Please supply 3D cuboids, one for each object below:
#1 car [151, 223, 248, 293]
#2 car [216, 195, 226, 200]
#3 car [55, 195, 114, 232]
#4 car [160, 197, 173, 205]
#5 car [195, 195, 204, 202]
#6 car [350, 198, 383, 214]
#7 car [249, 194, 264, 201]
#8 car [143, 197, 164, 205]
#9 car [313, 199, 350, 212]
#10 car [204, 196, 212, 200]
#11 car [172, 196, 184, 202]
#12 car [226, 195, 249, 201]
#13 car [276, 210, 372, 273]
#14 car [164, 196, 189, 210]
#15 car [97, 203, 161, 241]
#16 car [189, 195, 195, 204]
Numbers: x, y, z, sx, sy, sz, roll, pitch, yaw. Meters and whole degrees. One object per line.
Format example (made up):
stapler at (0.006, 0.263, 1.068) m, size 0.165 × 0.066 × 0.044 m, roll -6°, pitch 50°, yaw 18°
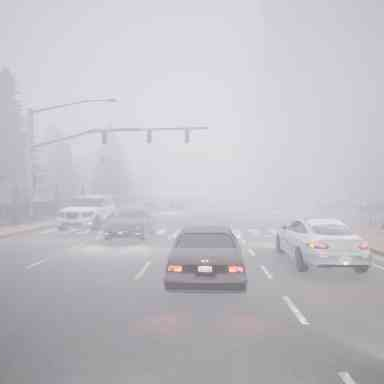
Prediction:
car at (0.380, 1.547, 8.988) m, size 2.033 × 1.411 × 5.357 m, roll 0°, pitch 0°, yaw 3°
car at (8.498, 1.582, 89.608) m, size 1.895 × 1.301 × 4.718 m, roll 0°, pitch 0°, yaw 41°
car at (-6.299, 1.221, 20.468) m, size 2.150 × 2.045 × 5.566 m, roll 0°, pitch 0°, yaw 2°
car at (-4.591, 1.600, 60.386) m, size 1.895 × 1.301 × 4.718 m, roll 0°, pitch 0°, yaw 3°
car at (0.718, 1.500, 76.249) m, size 1.837 × 1.490 × 4.892 m, roll 0°, pitch 0°, yaw 14°
car at (20.162, 1.407, 35.994) m, size 4.553 × 1.767 × 2.097 m, roll 0°, pitch 0°, yaw 2°
car at (17.008, 1.540, 87.807) m, size 5.357 × 1.411 × 2.033 m, roll 0°, pitch 0°, yaw -35°
car at (-5.293, 1.477, 44.338) m, size 1.882 × 1.535 × 5.008 m, roll 0°, pitch 0°, yaw 2°
car at (16.997, 1.547, 39.615) m, size 4.902 × 1.511 × 2.128 m, roll 0°, pitch 0°, yaw 3°
car at (3.328, 1.594, 88.940) m, size 1.895 × 1.301 × 4.718 m, roll 0°, pitch 0°, yaw 37°
car at (-3.191, 1.552, 75.224) m, size 1.994 × 1.385 × 4.181 m, roll 0°, pitch 0°, yaw 10°
car at (11.994, 1.525, 88.171) m, size 4.902 × 1.511 × 2.128 m, roll 0°, pitch 0°, yaw -44°
car at (3.963, 1.526, 10.614) m, size 1.812 × 1.442 × 4.674 m, roll 0°, pitch 0°, yaw 3°
car at (-1.891, 1.493, 41.974) m, size 2.128 × 1.511 × 4.902 m, roll 0°, pitch 0°, yaw 2°
car at (-2.957, 1.505, 16.647) m, size 1.837 × 1.490 × 4.892 m, roll 0°, pitch 0°, yaw 2°
car at (-0.953, 1.477, 63.314) m, size 1.882 × 1.535 × 5.008 m, roll 0°, pitch 0°, yaw 3°
